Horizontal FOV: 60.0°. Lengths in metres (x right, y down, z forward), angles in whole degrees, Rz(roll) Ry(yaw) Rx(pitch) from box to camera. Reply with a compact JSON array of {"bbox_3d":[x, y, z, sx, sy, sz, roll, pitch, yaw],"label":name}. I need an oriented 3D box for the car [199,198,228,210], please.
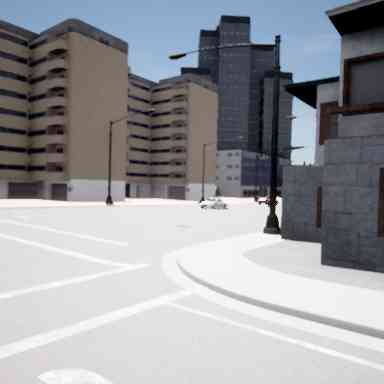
[{"bbox_3d":[2.847,1.493,42.442,1.812,1.442,4.674,2,0,37],"label":"car"}]
